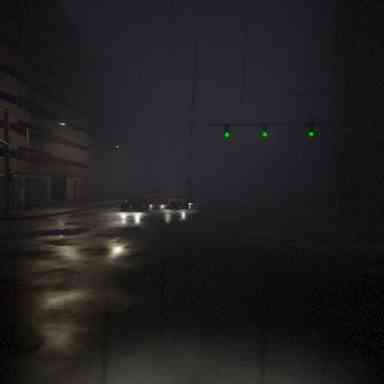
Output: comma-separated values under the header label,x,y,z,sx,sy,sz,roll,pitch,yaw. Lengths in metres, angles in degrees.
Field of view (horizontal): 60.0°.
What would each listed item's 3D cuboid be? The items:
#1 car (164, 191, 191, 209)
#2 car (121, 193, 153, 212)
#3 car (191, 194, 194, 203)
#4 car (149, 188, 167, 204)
label,x,y,z,sx,sy,sz,roll,pitch,yaw
car,-1.469,0.914,35.614,1.882,1.535,5.008,0,1,3
car,-5.238,1.070,31.120,1.994,1.385,4.181,0,1,3
car,-0.760,0.793,47.787,2.033,1.411,5.357,0,1,4
car,-4.460,0.508,44.849,2.150,2.045,5.566,0,1,4
